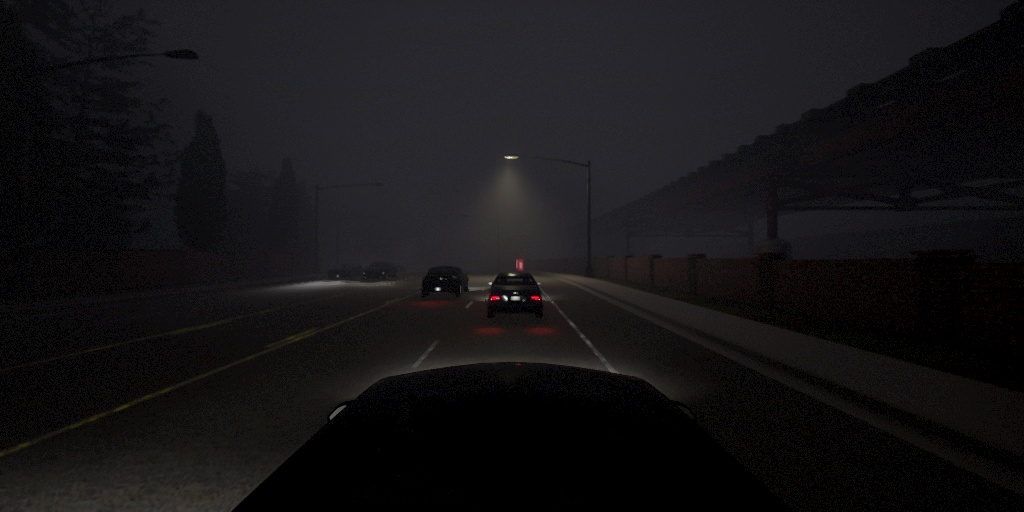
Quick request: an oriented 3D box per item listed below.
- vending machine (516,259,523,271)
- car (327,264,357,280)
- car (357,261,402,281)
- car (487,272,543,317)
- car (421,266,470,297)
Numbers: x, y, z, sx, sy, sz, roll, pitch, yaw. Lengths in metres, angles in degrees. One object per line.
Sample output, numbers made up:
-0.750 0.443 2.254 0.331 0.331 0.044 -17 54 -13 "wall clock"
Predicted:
1.232 1.407 55.945 1.100 2.100 0.880 0 0 -16 "vending machine"
-14.568 1.352 31.794 1.895 1.301 4.718 0 0 -5 "car"
-10.968 1.232 30.135 1.882 1.535 5.008 0 0 -5 "car"
0.099 1.302 13.141 2.033 1.411 5.357 0 0 0 "car"
-3.406 1.263 18.861 1.837 1.490 4.892 0 0 0 "car"
